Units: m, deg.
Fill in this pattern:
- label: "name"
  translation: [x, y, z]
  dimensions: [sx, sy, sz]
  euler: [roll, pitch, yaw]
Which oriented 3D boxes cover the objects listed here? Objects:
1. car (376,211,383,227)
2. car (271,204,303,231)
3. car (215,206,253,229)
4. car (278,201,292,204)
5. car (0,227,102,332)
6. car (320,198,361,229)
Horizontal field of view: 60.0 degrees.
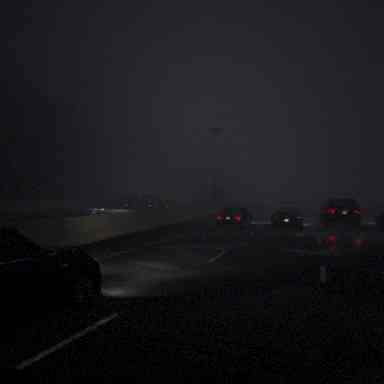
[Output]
- label: "car"
  translation: [13.669, 1.758, 22.073]
  dimensions: [2.128, 1.511, 4.902]
  euler: [1, 0, 17]
- label: "car"
  translation: [6.474, 1.744, 22.499]
  dimensions: [1.994, 1.385, 4.181]
  euler: [1, 0, 18]
- label: "car"
  translation: [3.016, 1.688, 23.039]
  dimensions: [2.033, 1.411, 5.357]
  euler: [1, 0, 18]
- label: "car"
  translation: [10.665, 1.781, 38.244]
  dimensions: [1.882, 1.535, 5.008]
  euler: [1, 0, 13]
- label: "car"
  translation: [-3.565, 1.331, 5.485]
  dimensions: [2.097, 1.767, 4.553]
  euler: [1, 0, 24]
- label: "car"
  translation: [10.663, 1.460, 24.142]
  dimensions: [2.150, 2.045, 5.566]
  euler: [1, 0, 17]
